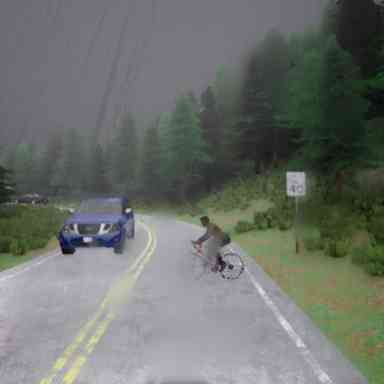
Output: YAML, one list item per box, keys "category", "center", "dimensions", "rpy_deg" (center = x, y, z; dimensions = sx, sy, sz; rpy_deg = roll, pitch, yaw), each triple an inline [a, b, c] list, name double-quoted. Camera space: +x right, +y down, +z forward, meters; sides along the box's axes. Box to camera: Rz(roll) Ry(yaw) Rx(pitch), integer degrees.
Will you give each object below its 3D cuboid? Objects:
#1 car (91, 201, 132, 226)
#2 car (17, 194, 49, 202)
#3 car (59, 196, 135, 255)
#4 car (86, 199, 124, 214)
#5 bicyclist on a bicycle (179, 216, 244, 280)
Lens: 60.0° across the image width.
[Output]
- category: "car"
  center: [-6.017, 1.471, 24.241]
  dimensions: [2.033, 1.411, 5.357]
  rpy_deg: [2, 0, -23]
- category: "car"
  center: [-21.192, 0.953, 43.893]
  dimensions: [5.008, 1.535, 1.882]
  rpy_deg: [3, -3, 23]
- category: "car"
  center: [-3.654, 1.218, 13.797]
  dimensions: [2.150, 2.045, 5.566]
  rpy_deg: [0, 0, -4]
- category: "car"
  center: [-9.391, 1.516, 35.513]
  dimensions: [1.895, 1.301, 4.718]
  rpy_deg: [4, -2, -42]
- category: "bicyclist on a bicycle"
  center: [0.489, 1.433, 8.407]
  dimensions: [1.656, 1.620, 0.582]
  rpy_deg: [0, -1, 0]
